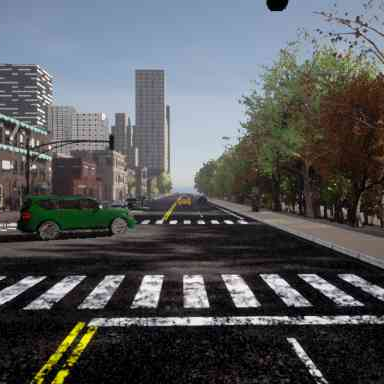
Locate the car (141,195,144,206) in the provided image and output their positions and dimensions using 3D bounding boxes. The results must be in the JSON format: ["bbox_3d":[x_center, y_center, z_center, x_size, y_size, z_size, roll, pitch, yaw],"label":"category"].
[{"bbox_3d":[-7.600,1.490,42.023,1.837,1.490,4.892,0,0,-1],"label":"car"}]

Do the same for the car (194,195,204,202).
[{"bbox_3d":[1.490,1.470,73.008,1.837,1.490,4.892,0,0,-1],"label":"car"}]

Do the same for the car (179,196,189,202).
[{"bbox_3d":[-1.764,1.523,73.212,1.994,1.385,4.181,0,0,-1],"label":"car"}]

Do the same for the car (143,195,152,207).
[{"bbox_3d":[-7.834,1.333,51.717,2.097,1.767,4.553,0,0,-1],"label":"car"}]

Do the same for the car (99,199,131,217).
[{"bbox_3d":[-7.375,1.481,32.464,2.128,1.511,4.902,0,0,-1],"label":"car"}]

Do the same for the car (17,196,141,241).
[{"bbox_3d":[-5.744,1.212,16.915,5.566,2.045,2.150,0,1,-29],"label":"car"}]

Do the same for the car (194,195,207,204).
[{"bbox_3d":[1.835,1.454,62.902,1.882,1.535,5.008,0,0,-1],"label":"car"}]

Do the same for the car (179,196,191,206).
[{"bbox_3d":[-1.199,1.458,53.898,1.882,1.535,5.008,0,0,-1],"label":"car"}]

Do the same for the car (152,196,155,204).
[{"bbox_3d":[-8.041,1.468,61.980,2.128,1.511,4.902,0,0,-1],"label":"car"}]
